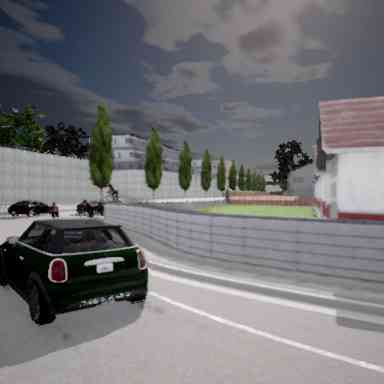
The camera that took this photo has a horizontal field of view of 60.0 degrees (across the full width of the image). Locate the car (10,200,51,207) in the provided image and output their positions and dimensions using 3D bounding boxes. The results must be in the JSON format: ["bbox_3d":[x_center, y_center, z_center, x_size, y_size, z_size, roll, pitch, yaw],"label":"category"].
[{"bbox_3d":[-14.873,1.531,31.241,1.837,1.490,4.892,-1,-1,13],"label":"car"}]

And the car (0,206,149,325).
[{"bbox_3d":[-2.885,1.364,7.538,2.097,1.767,4.553,1,0,-39],"label":"car"}]

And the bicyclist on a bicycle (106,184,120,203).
[{"bbox_3d":[-6.611,0.193,27.548,1.656,1.620,0.582,1,0,25],"label":"bicyclist on a bicycle"}]

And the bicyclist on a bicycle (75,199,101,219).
[{"bbox_3d":[-7.814,1.343,24.726,1.656,1.620,0.582,0,0,-13],"label":"bicyclist on a bicycle"}]

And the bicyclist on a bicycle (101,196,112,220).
[{"bbox_3d":[-7.095,1.353,26.054,0.582,1.620,1.656,1,-1,-40],"label":"bicyclist on a bicycle"}]

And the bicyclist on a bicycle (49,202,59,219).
[{"bbox_3d":[-8.754,1.478,21.129,0.582,1.620,1.656,0,-1,-30],"label":"bicyclist on a bicycle"}]

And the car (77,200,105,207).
[{"bbox_3d":[-10.038,1.567,34.933,1.837,1.490,4.892,0,0,19],"label":"car"}]
